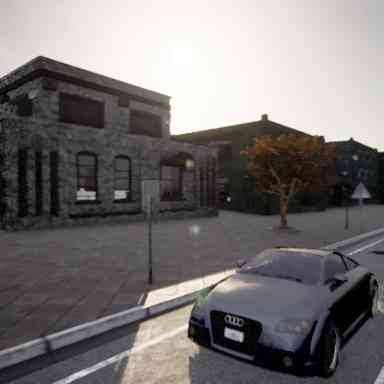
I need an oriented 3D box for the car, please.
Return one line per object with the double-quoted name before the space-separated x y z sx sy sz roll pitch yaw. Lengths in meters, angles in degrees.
"car" 1.820 1.691 5.819 1.994 1.385 4.181 -1 -2 40
